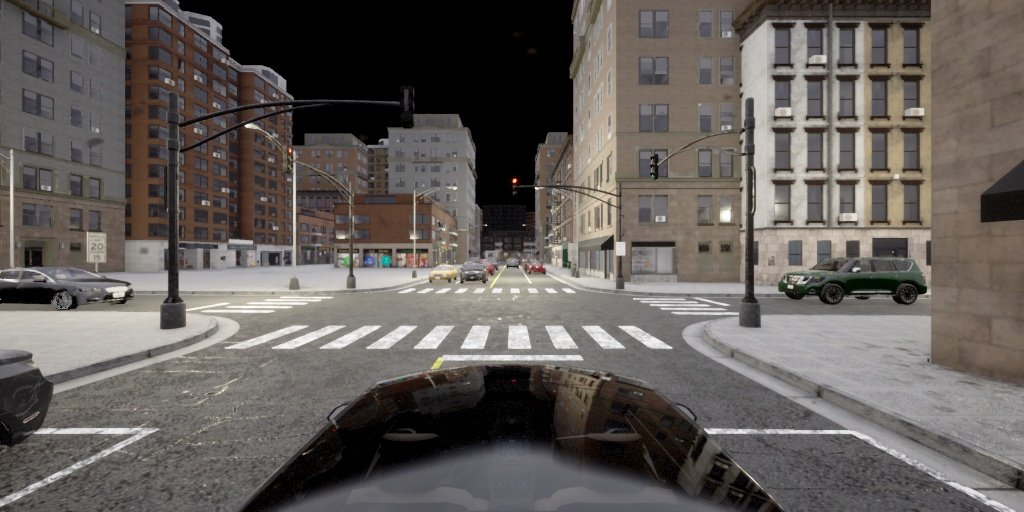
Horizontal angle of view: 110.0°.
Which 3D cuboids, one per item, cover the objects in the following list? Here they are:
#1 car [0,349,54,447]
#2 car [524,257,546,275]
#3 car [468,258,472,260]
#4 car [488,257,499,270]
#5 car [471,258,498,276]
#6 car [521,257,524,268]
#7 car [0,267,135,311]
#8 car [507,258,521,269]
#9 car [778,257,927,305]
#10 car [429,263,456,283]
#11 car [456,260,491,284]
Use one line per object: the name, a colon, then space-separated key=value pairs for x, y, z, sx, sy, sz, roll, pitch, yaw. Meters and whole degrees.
car: x=-5.388 y=1.300 z=1.653 sx=2.007 sy=1.370 sz=4.403 roll=0 pitch=0 yaw=0
car: x=2.656 y=1.191 z=39.818 sx=1.967 sy=1.591 sz=4.097 roll=0 pitch=0 yaw=0
car: x=-5.366 y=1.302 z=45.485 sx=2.007 sy=1.370 sz=4.403 roll=0 pitch=0 yaw=0
car: x=-2.809 y=1.258 z=49.783 sx=1.837 sy=1.490 sz=4.892 roll=0 pitch=0 yaw=0
car: x=-2.834 y=1.229 z=37.547 sx=1.882 sy=1.535 sz=5.008 roll=0 pitch=0 yaw=0
car: x=2.659 y=1.066 z=45.480 sx=2.192 sy=1.841 sz=5.009 roll=0 pitch=0 yaw=0
car: x=-16.989 y=1.164 z=13.321 sx=4.902 sy=1.511 sz=2.128 roll=0 pitch=0 yaw=1
car: x=0.121 y=1.317 z=58.549 sx=1.994 sy=1.385 sz=4.181 roll=0 pitch=0 yaw=1
car: x=15.351 y=1.056 z=16.302 sx=5.566 sy=2.045 sz=2.150 roll=0 pitch=0 yaw=-2
car: x=-5.375 y=1.276 z=28.329 sx=1.751 sy=1.417 sz=4.829 roll=0 pitch=0 yaw=0
car: x=-2.815 y=1.255 z=27.230 sx=1.837 sy=1.490 sz=4.892 roll=0 pitch=0 yaw=-1
